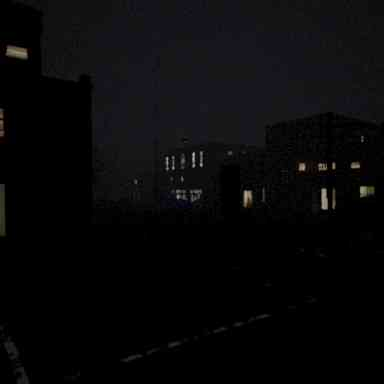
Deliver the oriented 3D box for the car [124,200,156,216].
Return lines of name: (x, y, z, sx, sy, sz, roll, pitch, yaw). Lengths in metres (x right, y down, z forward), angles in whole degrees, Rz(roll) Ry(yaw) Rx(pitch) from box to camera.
car: (-5.882, 2.059, 39.278, 1.752, 1.417, 4.829, -2, 0, -36)

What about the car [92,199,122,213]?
car: (-12.660, 2.012, 48.558, 2.192, 1.841, 5.009, -2, 0, -36)

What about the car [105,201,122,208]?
car: (-15.893, 2.449, 67.159, 1.802, 1.307, 4.206, -2, 0, -36)

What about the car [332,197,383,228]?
car: (12.715, 1.369, 23.709, 2.150, 2.045, 5.566, 0, -1, -33)

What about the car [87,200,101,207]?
car: (-22.566, 2.611, 76.302, 1.802, 1.307, 4.206, -2, 0, -36)

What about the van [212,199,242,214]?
van: (4.116, 1.724, 39.729, 1.690, 1.788, 3.998, -2, 0, -36)

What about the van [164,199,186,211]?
van: (-2.556, 1.885, 48.871, 1.690, 1.788, 3.998, -2, 0, -36)

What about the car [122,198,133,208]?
car: (-12.565, 2.101, 62.587, 2.192, 1.841, 5.009, -2, 0, -36)
